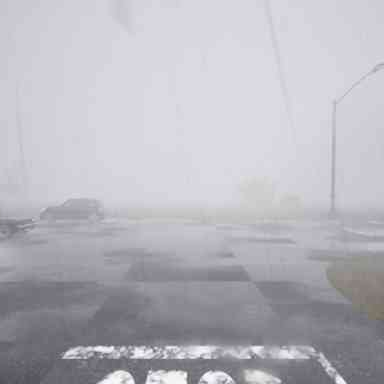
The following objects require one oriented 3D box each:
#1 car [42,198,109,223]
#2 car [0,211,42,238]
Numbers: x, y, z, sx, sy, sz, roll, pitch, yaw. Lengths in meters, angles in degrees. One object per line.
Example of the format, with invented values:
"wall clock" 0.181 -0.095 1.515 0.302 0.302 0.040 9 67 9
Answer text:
"car" -8.342 1.225 23.689 4.553 1.767 2.097 1 1 0
"car" -10.453 1.538 16.706 4.718 1.301 1.895 1 1 0
